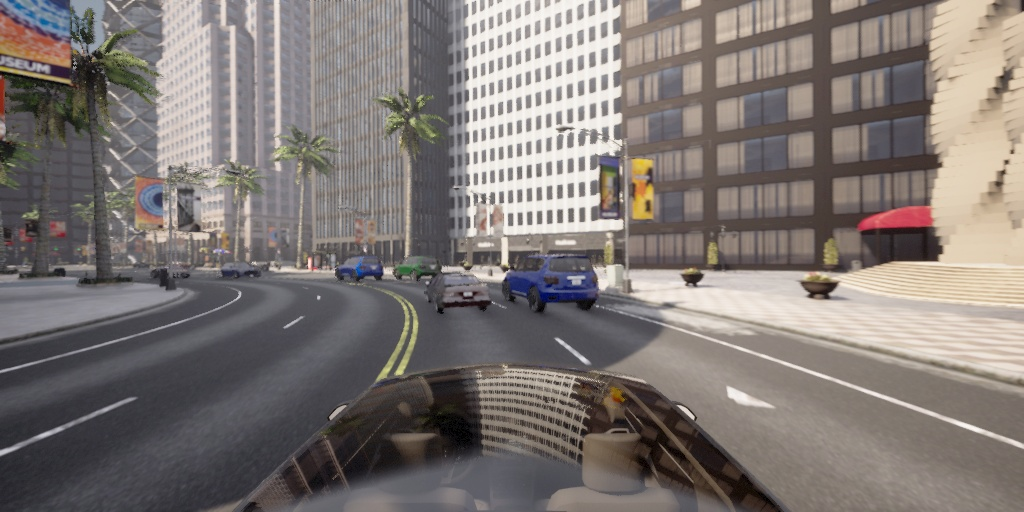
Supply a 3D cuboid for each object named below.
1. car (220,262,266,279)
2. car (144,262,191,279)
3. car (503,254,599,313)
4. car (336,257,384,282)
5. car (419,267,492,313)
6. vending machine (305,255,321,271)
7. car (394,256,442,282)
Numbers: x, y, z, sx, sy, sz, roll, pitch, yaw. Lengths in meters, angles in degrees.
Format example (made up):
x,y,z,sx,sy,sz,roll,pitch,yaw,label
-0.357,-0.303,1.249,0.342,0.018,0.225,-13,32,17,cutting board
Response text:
x,y,z,sx,sy,sz,roll,pitch,yaw,label
-27.221,1.359,35.976,4.553,1.767,2.097,-1,0,31,car
-34.577,1.625,36.236,5.357,1.411,2.033,-1,0,31,car
1.303,0.956,14.223,2.150,2.045,5.566,0,0,-17,car
-13.017,1.092,30.579,5.566,2.045,2.150,-1,0,44,car
-2.299,1.317,14.270,2.033,1.411,5.357,-1,0,-19,car
-30.183,1.227,54.418,0.880,2.100,1.100,0,0,30,vending machine
-8.050,1.044,30.462,2.150,2.045,5.566,0,0,-42,car
